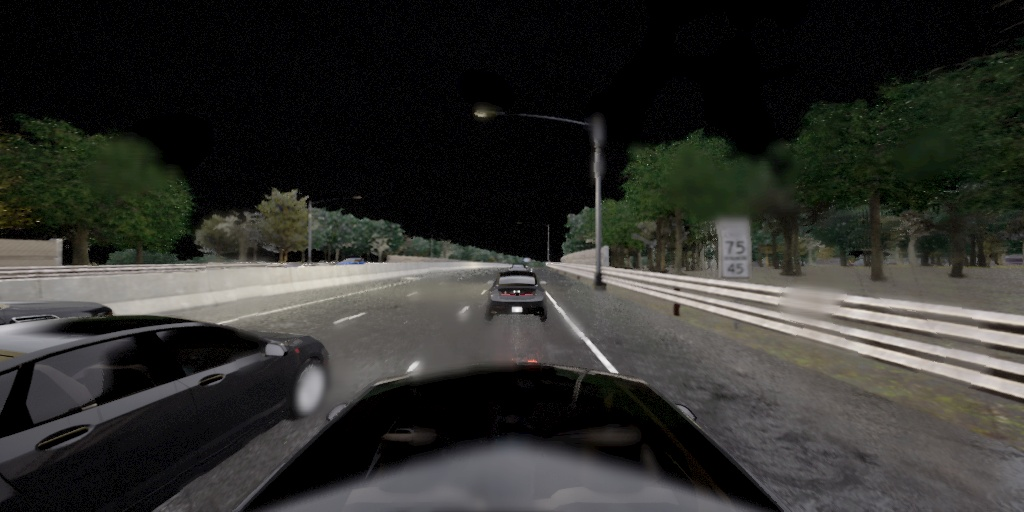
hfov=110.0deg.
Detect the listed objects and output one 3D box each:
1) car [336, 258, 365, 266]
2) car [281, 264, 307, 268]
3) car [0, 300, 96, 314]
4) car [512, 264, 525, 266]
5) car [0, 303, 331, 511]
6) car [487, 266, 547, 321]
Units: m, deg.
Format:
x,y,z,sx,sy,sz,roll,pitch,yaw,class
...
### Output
x,y,z,sx,sy,sz,roll,pitch,yaw,class
-23.446,1.320,52.331,2.150,2.045,5.566,0,-1,3,car
-20.625,1.456,33.818,1.994,1.385,4.181,0,-1,2,car
-6.890,0.970,3.039,2.150,2.045,5.566,0,0,0,car
0.669,1.480,37.070,1.994,1.385,4.181,0,-1,2,car
-3.386,1.254,2.959,1.837,1.490,4.892,0,0,0,car
0.169,1.271,12.565,1.837,1.490,4.892,0,0,1,car
